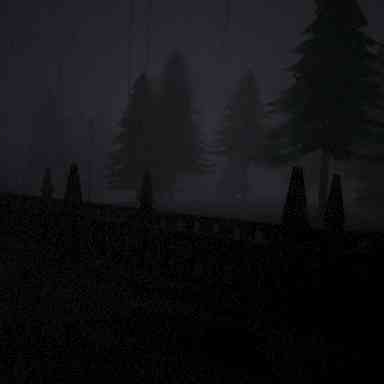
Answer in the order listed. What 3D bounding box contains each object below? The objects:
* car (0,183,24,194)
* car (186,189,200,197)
[{"bbox_3d":[-20.894,-0.215,36.181,2.128,1.511,4.902,4,2,37],"label":"car"},{"bbox_3d":[-0.501,0.137,57.307,1.895,1.301,4.718,4,2,37],"label":"car"}]
